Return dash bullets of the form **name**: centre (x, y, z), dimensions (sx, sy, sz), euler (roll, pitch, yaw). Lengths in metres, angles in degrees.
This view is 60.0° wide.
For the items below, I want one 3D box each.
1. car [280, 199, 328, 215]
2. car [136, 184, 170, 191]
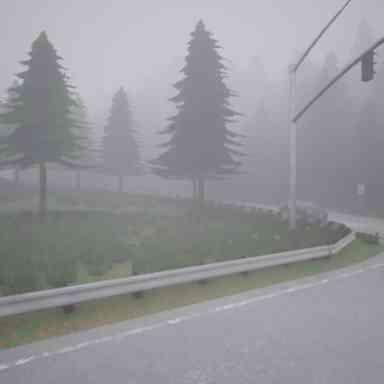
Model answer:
- **car**: centre (8.467, 1.304, 25.600), dimensions (1.812, 1.442, 4.674), euler (0, 3, -14)
- **car**: centre (-4.597, -0.175, 40.120), dimensions (4.674, 1.442, 1.812), euler (5, 1, 16)
